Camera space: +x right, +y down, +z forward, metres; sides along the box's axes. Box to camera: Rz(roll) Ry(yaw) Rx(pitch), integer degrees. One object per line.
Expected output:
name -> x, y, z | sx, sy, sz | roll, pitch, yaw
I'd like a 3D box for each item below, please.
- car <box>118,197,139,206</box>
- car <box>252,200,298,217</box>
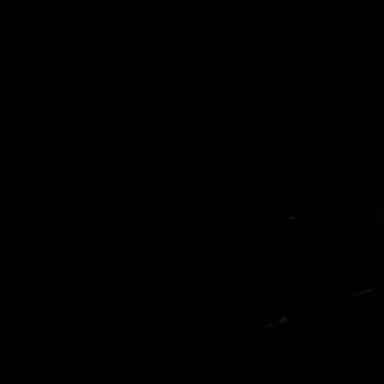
car -> -11.091, 1.631, 57.811 | 2.033, 1.411, 5.357 | -1, 0, -35
car -> 7.698, 1.536, 31.378 | 1.812, 1.442, 4.674 | -1, 1, -35
